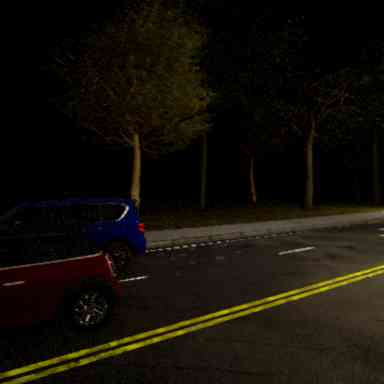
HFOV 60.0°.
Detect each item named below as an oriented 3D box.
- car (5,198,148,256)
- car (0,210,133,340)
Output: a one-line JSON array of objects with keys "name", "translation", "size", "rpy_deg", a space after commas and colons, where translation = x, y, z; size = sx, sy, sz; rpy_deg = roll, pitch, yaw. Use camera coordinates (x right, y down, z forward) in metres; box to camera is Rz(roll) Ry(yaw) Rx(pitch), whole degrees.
[{"name": "car", "translation": [-3.909, 1.207, 8.881], "size": [5.566, 2.045, 2.150], "rpy_deg": [-1, 0, -35]}, {"name": "car", "translation": [-3.511, 1.352, 5.174], "size": [4.553, 1.767, 2.097], "rpy_deg": [-1, 0, -35]}]
